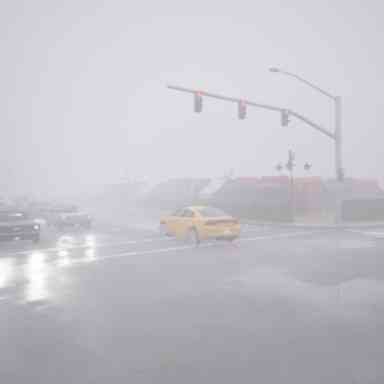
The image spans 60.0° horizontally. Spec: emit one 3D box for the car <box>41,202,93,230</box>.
[{"bbox_3d":[-7.713,1.511,20.604,1.895,1.301,4.718,-1,1,-34],"label":"car"}]

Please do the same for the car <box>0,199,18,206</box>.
[{"bbox_3d":[-13.473,1.444,22.849,1.812,1.442,4.674,-1,1,-34],"label":"car"}]

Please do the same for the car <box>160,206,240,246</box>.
[{"bbox_3d":[0.188,1.389,15.176,1.882,1.535,5.008,0,0,-28],"label":"car"}]

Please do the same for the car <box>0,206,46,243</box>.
[{"bbox_3d":[-8.306,1.554,15.277,1.895,1.301,4.718,-1,1,-34],"label":"car"}]

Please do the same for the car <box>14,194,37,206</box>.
[{"bbox_3d":[-18.682,1.330,36.642,2.128,1.511,4.902,-1,0,-34],"label":"car"}]

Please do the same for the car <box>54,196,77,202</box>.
[{"bbox_3d":[-18.467,1.270,49.048,1.812,1.442,4.674,-1,1,-34],"label":"car"}]

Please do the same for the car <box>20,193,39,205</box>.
[{"bbox_3d":[-26.967,1.088,55.093,2.097,1.767,4.553,-1,1,-34],"label":"car"}]

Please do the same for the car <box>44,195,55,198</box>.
[{"bbox_3d":[-24.374,1.232,57.502,1.812,1.442,4.674,-1,1,-34],"label":"car"}]

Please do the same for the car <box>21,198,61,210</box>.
[{"bbox_3d":[-12.688,1.442,27.882,1.994,1.385,4.181,-1,1,-34],"label":"car"}]
